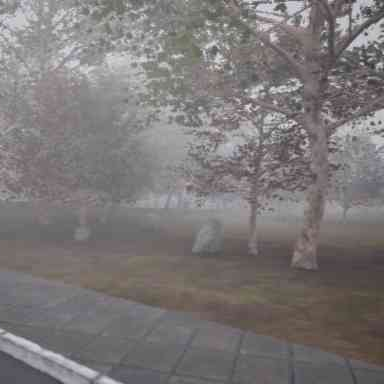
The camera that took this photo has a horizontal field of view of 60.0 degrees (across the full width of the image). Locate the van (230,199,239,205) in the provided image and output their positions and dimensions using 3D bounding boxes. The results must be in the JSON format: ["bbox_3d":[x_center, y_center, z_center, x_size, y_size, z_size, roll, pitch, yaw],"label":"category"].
[{"bbox_3d":[10.561,2.808,94.096,1.878,1.987,4.442,4,1,44],"label":"van"}]

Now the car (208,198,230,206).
[{"bbox_3d":[6.763,2.548,90.185,2.435,2.045,5.566,4,1,44],"label":"car"}]
